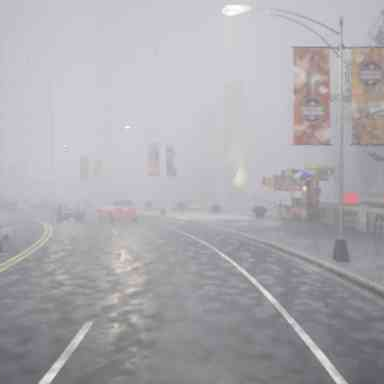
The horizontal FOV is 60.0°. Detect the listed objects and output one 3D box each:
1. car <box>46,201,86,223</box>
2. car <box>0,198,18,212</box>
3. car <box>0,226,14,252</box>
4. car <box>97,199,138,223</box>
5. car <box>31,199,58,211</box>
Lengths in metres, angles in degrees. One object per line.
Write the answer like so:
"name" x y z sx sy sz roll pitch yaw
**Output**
"car" -9.632 1.600 25.499 1.895 1.301 4.718 0 0 -31
"car" -22.125 1.472 38.342 5.008 1.535 1.882 0 0 35
"car" -7.616 1.599 10.911 1.895 1.301 4.718 0 0 -10
"car" -5.964 1.353 26.206 2.097 1.767 4.553 0 0 -31
"car" -16.734 1.545 38.743 5.357 1.411 2.033 0 0 40
